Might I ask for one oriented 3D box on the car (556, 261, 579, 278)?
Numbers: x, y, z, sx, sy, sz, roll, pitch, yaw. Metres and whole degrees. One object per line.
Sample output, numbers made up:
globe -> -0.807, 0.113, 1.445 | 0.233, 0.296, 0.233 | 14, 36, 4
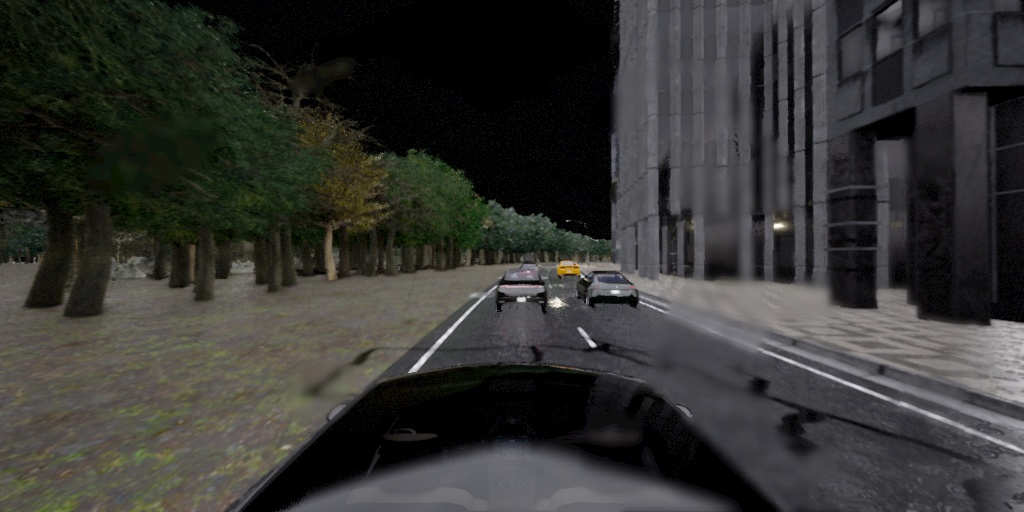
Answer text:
car -> 5.193, 1.180, 33.296 | 1.882, 1.535, 5.008 | 0, 0, 5

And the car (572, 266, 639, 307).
car -> 3.955, 1.313, 15.426 | 1.994, 1.385, 4.181 | 0, 0, 2

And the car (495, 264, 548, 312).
car -> 0.400, 1.239, 14.346 | 2.128, 1.511, 4.902 | 0, 0, 2
